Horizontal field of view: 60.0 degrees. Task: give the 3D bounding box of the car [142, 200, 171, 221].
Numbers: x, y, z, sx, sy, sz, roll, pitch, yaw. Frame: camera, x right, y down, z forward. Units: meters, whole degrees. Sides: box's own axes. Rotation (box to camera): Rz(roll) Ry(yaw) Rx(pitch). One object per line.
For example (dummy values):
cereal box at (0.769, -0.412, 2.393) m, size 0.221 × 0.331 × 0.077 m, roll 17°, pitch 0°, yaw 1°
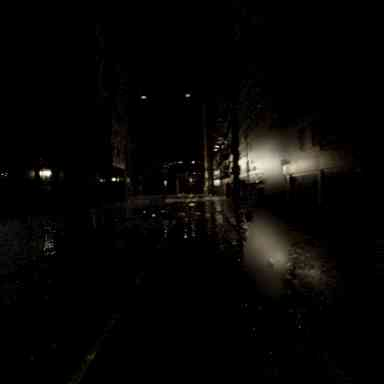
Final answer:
car at (-2.691, 1.334, 25.653) m, size 1.812 × 1.442 × 4.674 m, roll -2°, pitch 1°, yaw 1°
